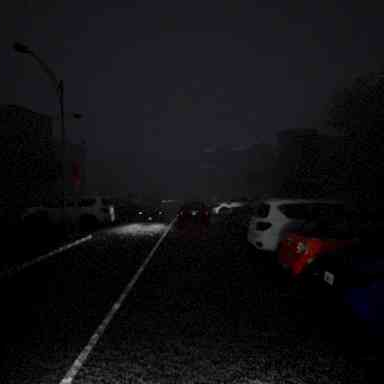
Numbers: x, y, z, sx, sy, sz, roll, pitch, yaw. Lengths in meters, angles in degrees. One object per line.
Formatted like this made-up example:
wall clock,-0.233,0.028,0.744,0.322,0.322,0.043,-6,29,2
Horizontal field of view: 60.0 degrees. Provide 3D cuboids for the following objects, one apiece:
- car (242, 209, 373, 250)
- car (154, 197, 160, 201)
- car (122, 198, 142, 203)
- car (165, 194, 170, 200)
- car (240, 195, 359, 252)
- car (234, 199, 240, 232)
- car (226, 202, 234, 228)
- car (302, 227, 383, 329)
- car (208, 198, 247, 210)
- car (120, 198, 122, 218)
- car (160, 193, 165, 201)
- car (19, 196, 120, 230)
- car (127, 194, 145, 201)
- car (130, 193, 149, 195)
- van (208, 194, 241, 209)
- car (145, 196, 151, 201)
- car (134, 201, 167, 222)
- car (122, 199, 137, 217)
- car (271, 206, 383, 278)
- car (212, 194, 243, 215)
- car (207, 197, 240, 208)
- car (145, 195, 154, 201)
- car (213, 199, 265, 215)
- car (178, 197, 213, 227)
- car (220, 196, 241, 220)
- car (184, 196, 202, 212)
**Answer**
car,4.699,1.531,14.095,4.792,1.488,2.163,0,0,0
car,-7.433,1.542,44.256,5.366,1.575,1.946,0,0,0
car,-7.664,1.557,32.503,4.792,1.488,2.163,0,0,0
car,-6.207,0.962,68.301,1.994,1.385,4.181,-2,4,-34
car,4.693,1.246,11.303,5.566,2.045,2.435,0,0,0
car,4.705,1.380,16.889,4.553,1.767,2.185,0,0,0
car,4.647,1.539,19.684,4.792,1.488,2.163,0,0,0
car,4.686,1.518,5.716,4.792,1.488,2.163,0,0,0
car,4.719,1.548,44.823,4.892,1.521,2.231,0,0,0
car,-7.616,1.389,23.563,4.553,1.767,2.185,0,0,0
car,-7.578,1.232,52.970,5.566,2.045,2.435,0,1,0
car,-7.680,1.259,20.750,5.566,2.045,2.435,0,0,0
car,-7.662,1.406,35.441,4.553,1.767,2.185,0,0,0
car,-7.584,1.419,47.198,4.553,1.767,2.185,0,0,0
van,4.599,1.319,47.616,4.442,1.987,1.878,0,0,0
car,-7.633,1.537,38.253,4.892,1.521,2.231,0,0,0
car,-3.062,1.640,26.555,1.895,1.301,4.718,0,0,0
car,-7.636,1.563,29.564,4.674,1.452,2.002,0,0,0
car,4.631,1.367,8.508,4.553,1.767,2.185,0,0,0
car,4.665,1.275,30.857,5.566,2.045,2.435,0,0,0
car,4.714,1.523,50.425,4.892,1.521,2.231,0,1,0
car,-7.808,1.537,41.317,5.366,1.575,1.946,0,0,0
car,4.691,1.530,33.651,5.008,1.535,2.097,0,0,0
car,0.132,1.386,23.056,2.097,1.767,4.553,0,0,0
car,4.717,1.392,25.395,4.553,1.767,2.185,0,0,0
car,0.157,1.412,40.490,2.097,1.767,4.553,0,0,0
